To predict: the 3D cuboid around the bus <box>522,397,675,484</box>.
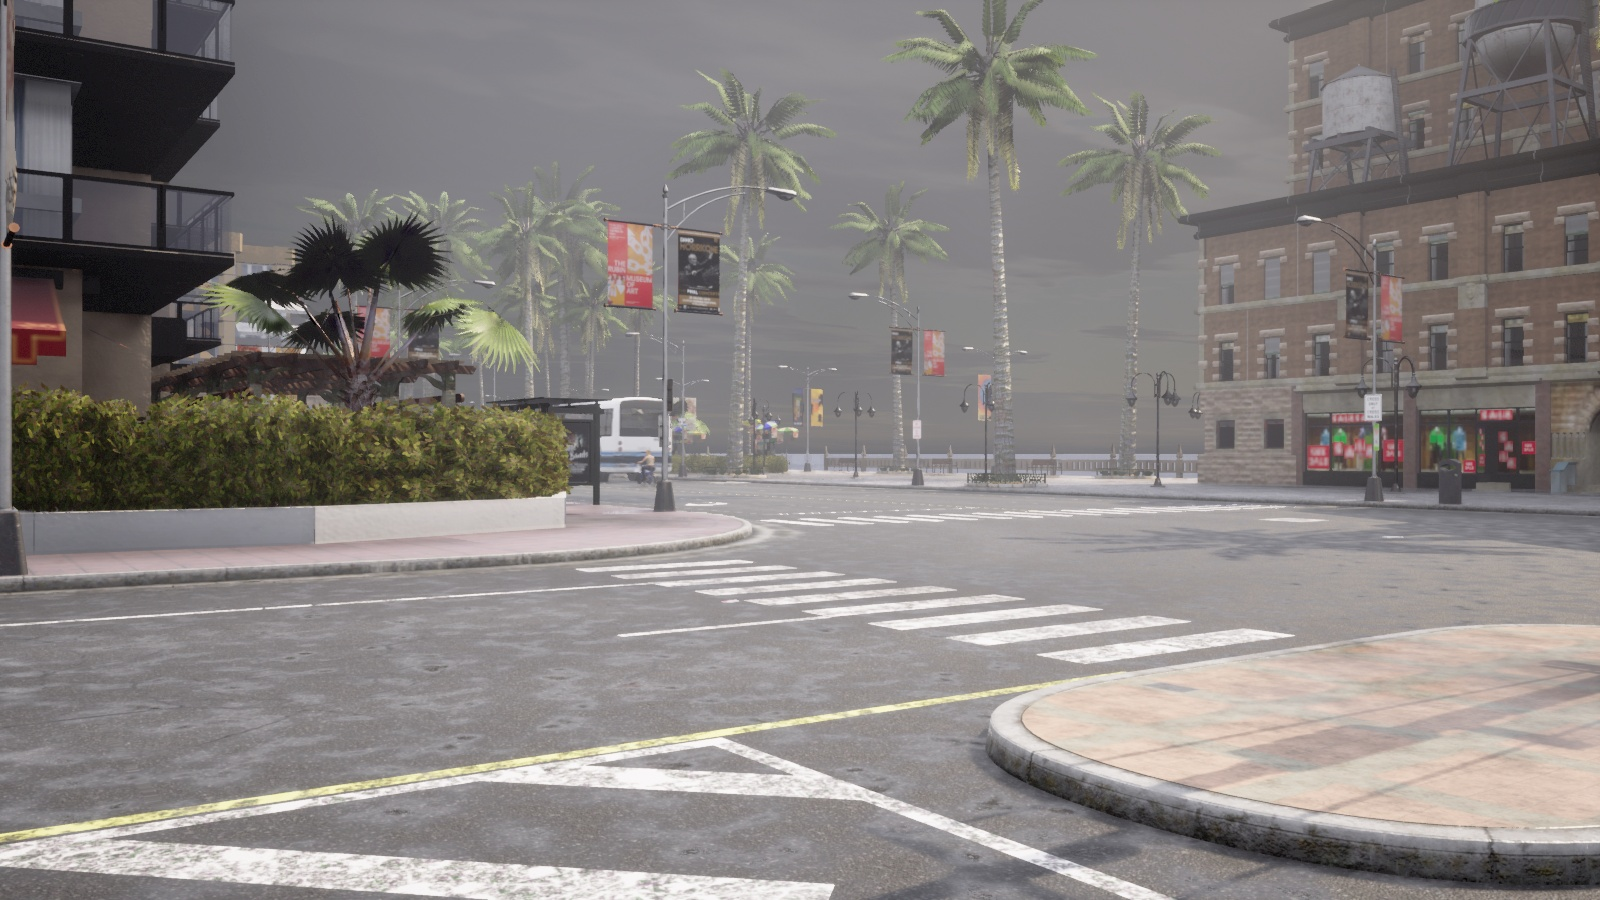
[{"bbox_3d":[-10.912,-0.445,66.829,3.944,4.253,10.273,0,0,-35],"label":"bus"}]
